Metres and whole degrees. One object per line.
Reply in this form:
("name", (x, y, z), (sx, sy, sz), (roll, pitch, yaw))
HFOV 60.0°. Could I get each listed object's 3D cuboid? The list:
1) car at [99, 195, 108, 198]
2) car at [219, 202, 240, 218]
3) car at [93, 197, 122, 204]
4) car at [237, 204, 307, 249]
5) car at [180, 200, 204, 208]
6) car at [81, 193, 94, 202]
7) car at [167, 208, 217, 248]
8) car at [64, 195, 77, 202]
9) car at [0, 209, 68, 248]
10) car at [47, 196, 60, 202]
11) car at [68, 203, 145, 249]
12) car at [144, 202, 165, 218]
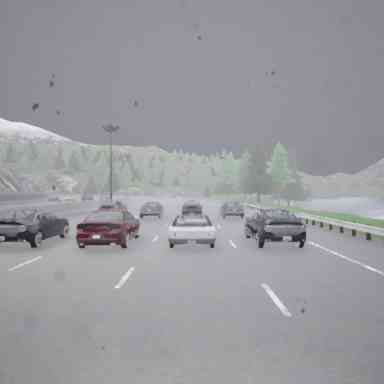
("car", (-19.543, 1.515, 73.878), (2.128, 1.511, 4.902), (0, 0, -10))
("car", (3.500, 1.563, 29.650), (2.033, 1.411, 5.357), (0, 0, 0))
("car", (-7.000, 1.516, 29.650), (1.837, 1.490, 4.892), (0, 0, 0))
("car", (3.500, 1.495, 14.650), (2.128, 1.511, 4.902), (0, 0, 0))
("car", (0.000, 1.516, 29.650), (1.837, 1.490, 4.892), (0, 0, 0))
("car", (-22.975, 1.222, 73.186), (2.150, 2.045, 5.566), (0, 0, -10))
("car", (0.000, 1.616, 14.680), (1.895, 1.301, 4.718), (0, 0, 0))
("car", (-26.428, 1.440, 72.549), (1.882, 1.535, 5.008), (0, 0, -8))
("car", (-7.000, 1.495, 14.650), (2.128, 1.511, 4.902), (0, 0, 0))
("car", (-29.865, 1.521, 71.887), (1.994, 1.385, 4.181), (0, 0, -8))
("car", (-3.500, 1.485, 14.650), (1.882, 1.535, 5.008), (0, 0, 0))
("car", (-3.500, 1.563, 29.650), (2.033, 1.411, 5.357), (0, 0, 0))
